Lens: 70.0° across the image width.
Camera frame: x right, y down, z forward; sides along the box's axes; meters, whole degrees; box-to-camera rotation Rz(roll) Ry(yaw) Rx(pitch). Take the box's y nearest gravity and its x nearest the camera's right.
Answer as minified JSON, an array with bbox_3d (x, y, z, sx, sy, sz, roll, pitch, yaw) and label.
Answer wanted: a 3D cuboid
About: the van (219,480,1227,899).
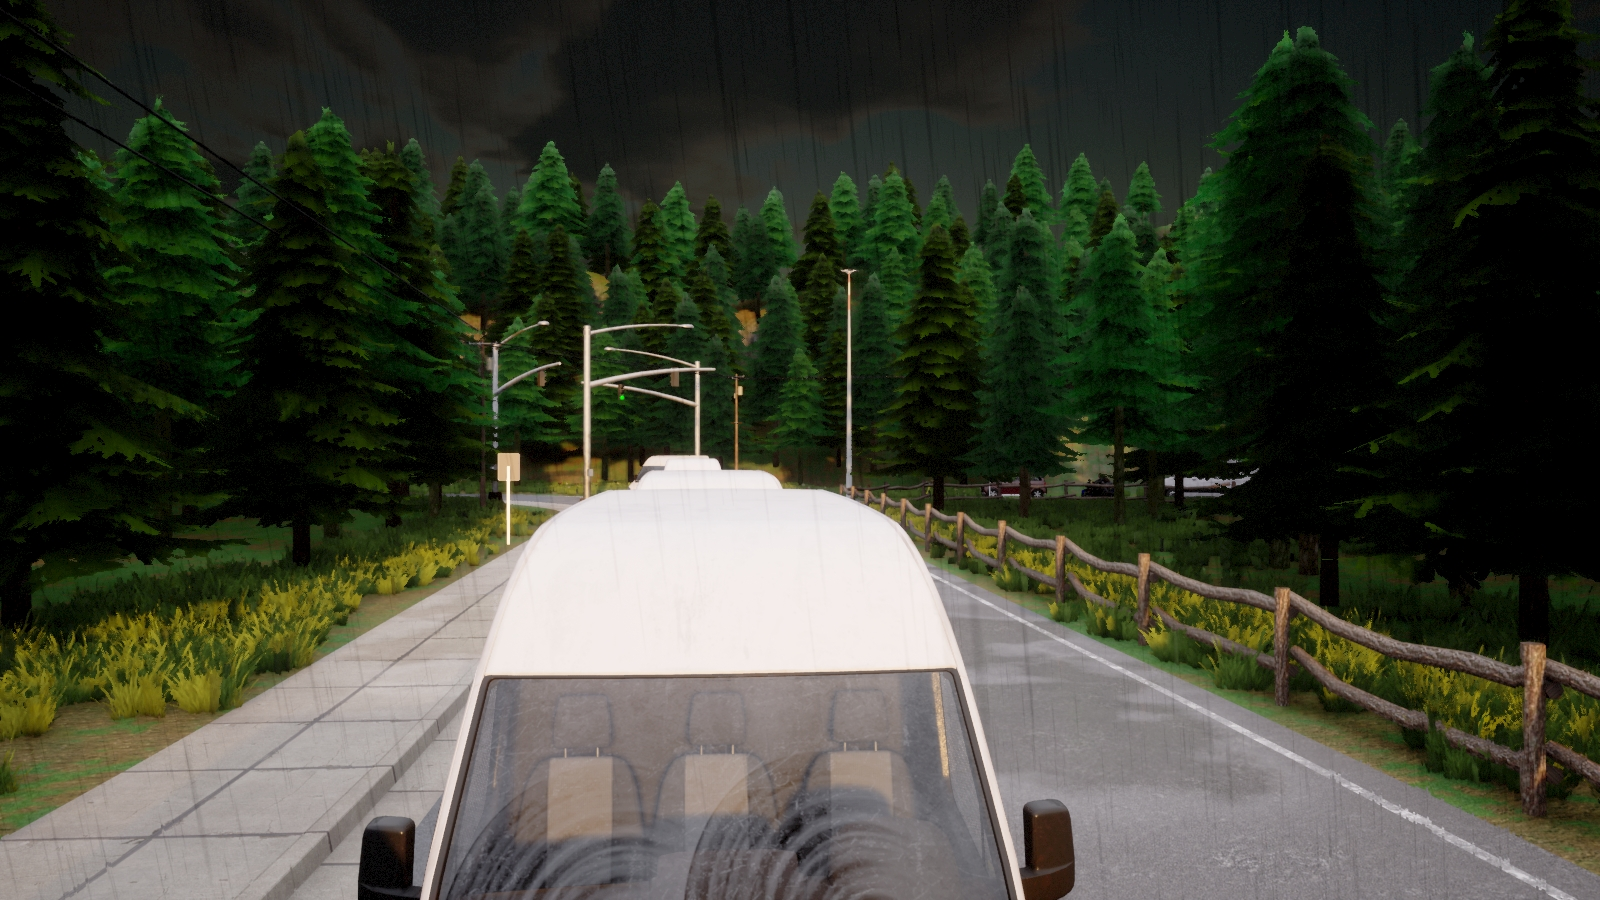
[{"bbox_3d":[-0.357,1.499,5.207,1.988,2.561,5.915,0,0,-5],"label":"van"}]

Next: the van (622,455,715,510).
[{"bbox_3d":[-6.344,1.515,56.009,1.988,2.561,5.915,0,0,22],"label":"van"}]
